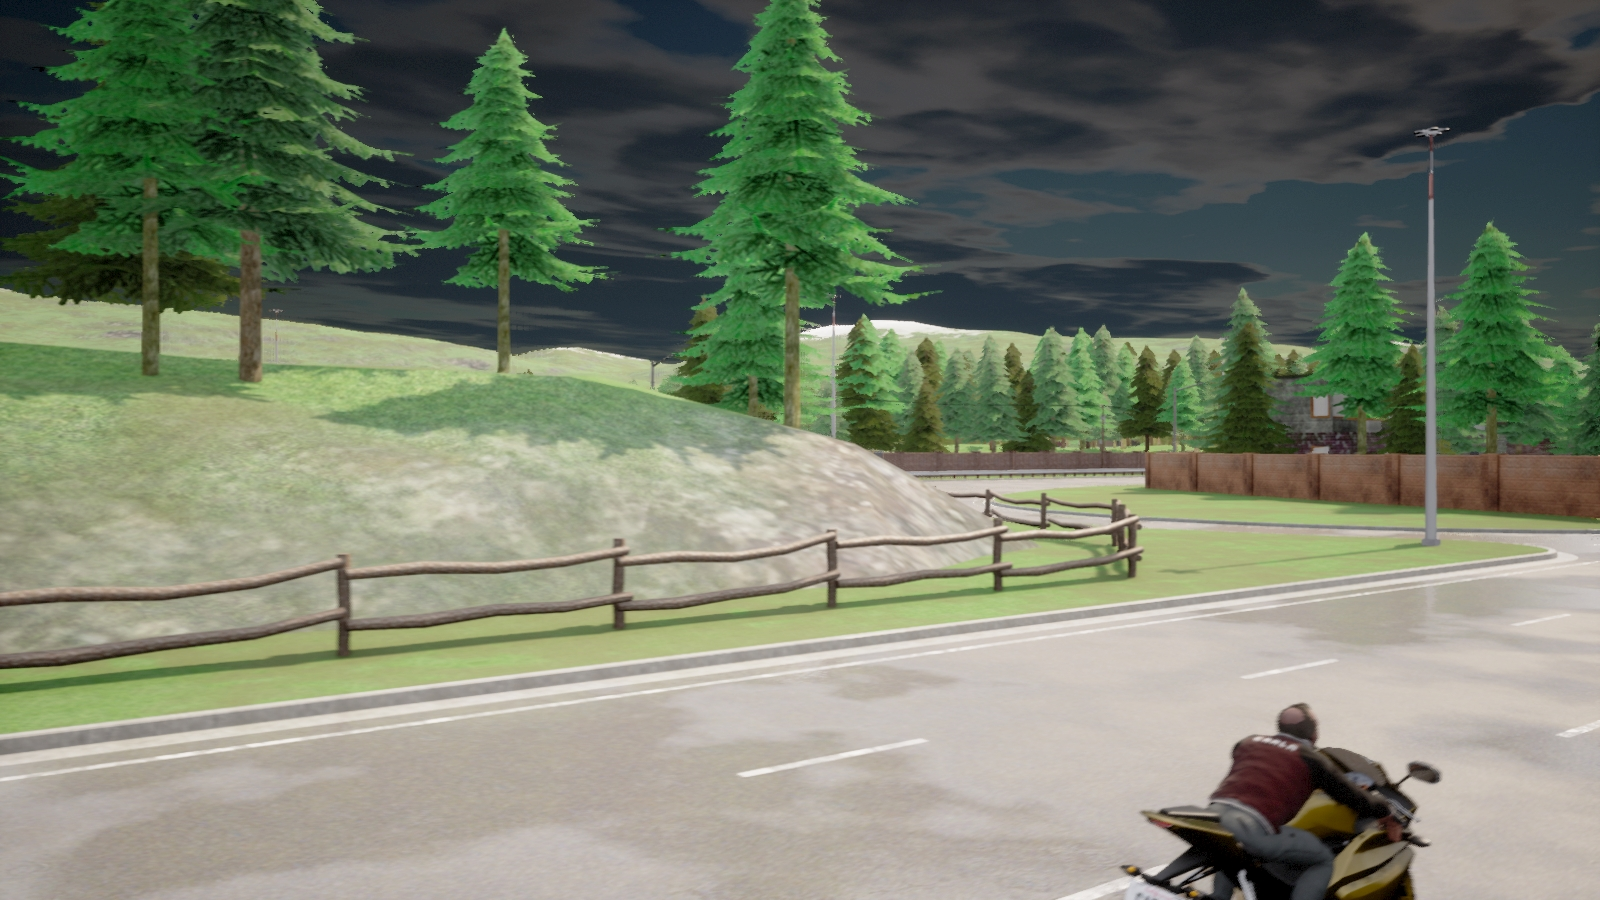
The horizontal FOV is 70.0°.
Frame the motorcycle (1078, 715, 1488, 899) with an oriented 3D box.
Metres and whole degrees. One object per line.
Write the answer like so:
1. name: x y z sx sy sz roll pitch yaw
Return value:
1. motorcycle: 2.505 2.205 5.816 2.209 1.251 0.867 0 0 -34
